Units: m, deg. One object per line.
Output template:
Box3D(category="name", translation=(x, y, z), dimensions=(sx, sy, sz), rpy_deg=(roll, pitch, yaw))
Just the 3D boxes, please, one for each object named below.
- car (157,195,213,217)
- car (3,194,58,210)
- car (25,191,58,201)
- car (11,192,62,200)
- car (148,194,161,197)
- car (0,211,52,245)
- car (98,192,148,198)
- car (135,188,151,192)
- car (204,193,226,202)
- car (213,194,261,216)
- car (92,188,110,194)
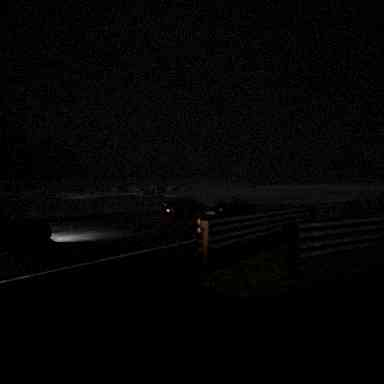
Box3D(category="car", translation=(-0.474, 1.219, 28.304), dimensions=(1.837, 1.490, 4.892), rpy_deg=(1, 0, 35))
Box3D(category="car", translation=(-17.110, 0.991, 35.438), dimensions=(1.882, 1.535, 5.008), rpy_deg=(1, 1, 35))
Box3D(category="car", translation=(-23.010, 0.598, 50.959), dimensions=(1.895, 1.301, 4.718), rpy_deg=(1, 2, 20))
Box3D(category="car", translation=(-14.941, 1.045, 32.450), dimensions=(2.128, 1.511, 4.902), rpy_deg=(1, 1, 35))
Box3D(category="car", translation=(-5.706, 1.045, 51.453), dimensions=(1.882, 1.535, 5.008), rpy_deg=(1, 0, 36))
Box3D(category="car", translation=(-7.479, 1.354, 12.398), dimensions=(1.994, 1.385, 4.181), rpy_deg=(1, 1, 35))
Box3D(category="car", translation=(-7.564, 1.075, 36.786), dimensions=(1.882, 1.535, 5.008), rpy_deg=(1, 0, 35))
Box3D(category="car", translation=(-11.708, -0.395, 79.792), dimensions=(1.895, 1.301, 4.718), rpy_deg=(1, 3, 23))
Box3D(category="car", translation=(4.586, 1.092, 65.826), dimensions=(2.097, 1.767, 4.553), rpy_deg=(1, 0, 35))
Box3D(category="car", translation=(3.723, 1.235, 28.168), dimensions=(1.882, 1.535, 5.008), rpy_deg=(1, 0, 35))
Box3D(category="car", translation=(-17.561, 0.064, 65.438), dimensions=(2.128, 1.511, 4.902), rpy_deg=(1, 2, 21))
